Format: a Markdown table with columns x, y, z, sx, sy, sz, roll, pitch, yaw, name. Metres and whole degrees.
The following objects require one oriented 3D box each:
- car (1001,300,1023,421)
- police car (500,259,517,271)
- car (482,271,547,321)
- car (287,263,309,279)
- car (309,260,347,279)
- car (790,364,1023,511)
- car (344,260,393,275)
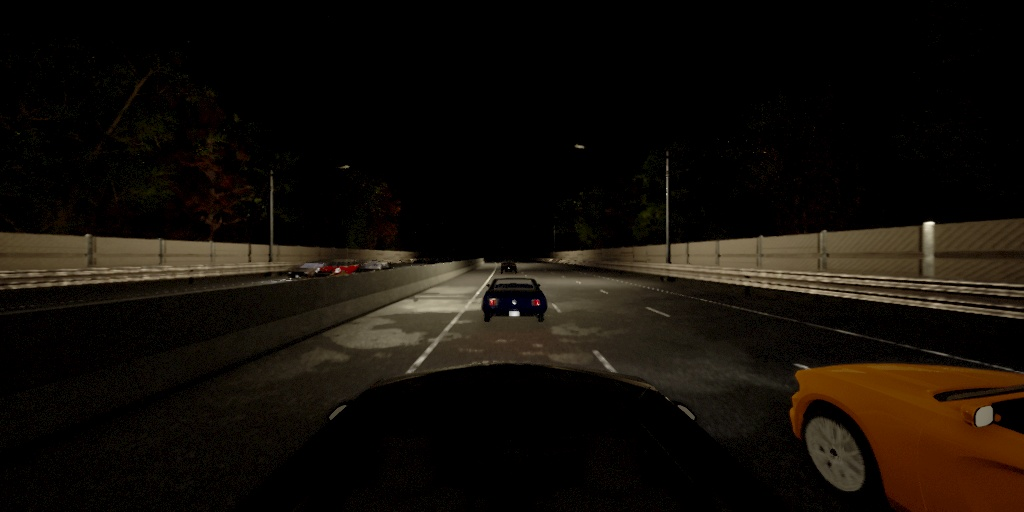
| x | y | z | sx | sy | sz | roll | pitch | yaw | name |
| --- | --- | --- | --- | --- | --- | --- | --- | --- | --- |
| 7.093 | 1.274 | 2.202 | 1.812 | 1.442 | 4.674 | 0 | 0 | 0 | car |
| -0.422 | 1.190 | 44.177 | 1.930 | 1.638 | 5.238 | 0 | 0 | -1 | police car |
| 0.060 | 1.355 | 12.421 | 1.895 | 1.301 | 4.718 | 0 | 0 | 0 | car |
| -17.874 | 1.308 | 32.413 | 2.033 | 1.411 | 5.357 | 0 | 0 | -1 | car |
| -14.331 | 1.112 | 29.727 | 2.097 | 1.767 | 4.553 | 0 | 0 | -1 | car |
| 3.593 | 1.227 | 1.375 | 1.882 | 1.535 | 5.008 | 0 | 0 | 0 | car |
| -10.807 | 1.251 | 28.116 | 2.128 | 1.511 | 4.902 | 0 | 0 | -1 | car |
